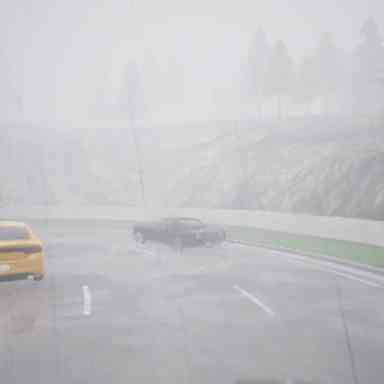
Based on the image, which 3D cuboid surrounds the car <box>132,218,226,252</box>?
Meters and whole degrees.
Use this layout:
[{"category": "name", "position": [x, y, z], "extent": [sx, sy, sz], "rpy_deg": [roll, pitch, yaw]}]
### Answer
[{"category": "car", "position": [-0.796, 1.797, 14.974], "extent": [1.895, 1.301, 4.718], "rpy_deg": [1, -1, -41]}]

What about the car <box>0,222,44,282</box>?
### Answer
[{"category": "car", "position": [-5.602, 1.606, 9.731], "extent": [1.882, 1.535, 5.008], "rpy_deg": [2, -1, -31]}]
